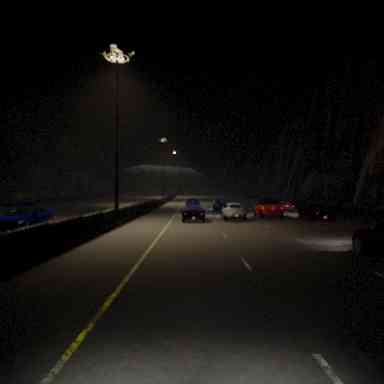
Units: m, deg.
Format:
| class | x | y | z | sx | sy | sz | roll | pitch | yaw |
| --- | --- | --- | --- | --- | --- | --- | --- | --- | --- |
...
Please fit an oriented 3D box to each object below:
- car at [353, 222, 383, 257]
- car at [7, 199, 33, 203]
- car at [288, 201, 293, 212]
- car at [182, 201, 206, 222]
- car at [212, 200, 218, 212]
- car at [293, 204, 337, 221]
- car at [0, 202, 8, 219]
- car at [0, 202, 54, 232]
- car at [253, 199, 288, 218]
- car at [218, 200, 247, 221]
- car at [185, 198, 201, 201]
| class | x | y | z | sx | sy | sz | roll | pitch | yaw |
| --- | --- | --- | --- | --- | --- | --- | --- | --- | --- |
| car | 7.106 | 1.557 | 10.777 | 1.882 | 1.535 | 5.008 | 0 | -1 | 0 |
| car | -14.035 | 1.474 | 26.583 | 2.097 | 1.767 | 4.553 | 0 | 0 | 1 |
| car | 10.540 | 1.603 | 39.286 | 2.033 | 1.411 | 5.357 | 0 | 0 | 0 |
| car | 0.119 | 1.709 | 27.781 | 1.895 | 1.301 | 4.718 | 0 | 0 | 0 |
| car | 3.554 | 1.620 | 40.286 | 1.994 | 1.385 | 4.181 | 0 | 0 | 0 |
| car | 10.520 | 1.698 | 28.469 | 1.895 | 1.301 | 4.718 | 0 | 0 | 0 |
| car | -17.527 | 1.629 | 27.491 | 1.837 | 1.490 | 4.892 | 0 | 0 | 1 |
| car | -10.487 | 1.632 | 20.978 | 1.882 | 1.535 | 5.008 | 0 | 0 | 0 |
| car | 7.048 | 1.446 | 31.042 | 2.097 | 1.767 | 4.553 | 0 | 0 | 0 |
| car | 3.520 | 1.629 | 28.451 | 1.812 | 1.442 | 4.674 | 0 | 0 | 0 |
| car | 0.125 | 1.513 | 43.584 | 1.882 | 1.535 | 5.008 | 0 | 1 | 0 |
